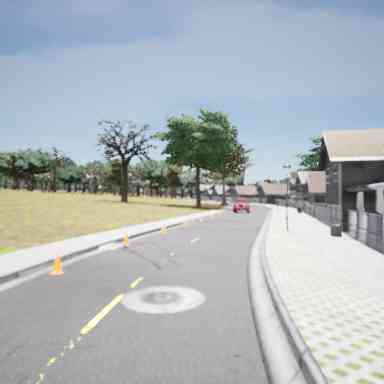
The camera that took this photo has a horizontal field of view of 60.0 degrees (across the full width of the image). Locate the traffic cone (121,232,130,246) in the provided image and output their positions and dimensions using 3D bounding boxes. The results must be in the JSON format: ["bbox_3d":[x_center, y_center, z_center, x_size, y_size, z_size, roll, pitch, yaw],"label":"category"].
[{"bbox_3d":[-2.839,2.026,14.412,0.340,0.580,0.340,0,-1,12],"label":"traffic cone"}]

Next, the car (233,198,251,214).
[{"bbox_3d":[6.837,1.836,45.405,2.150,2.045,5.566,0,-1,11],"label":"car"}]

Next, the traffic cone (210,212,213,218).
[{"bbox_3d":[2.009,2.351,33.895,0.340,0.580,0.340,0,-1,14],"label":"traffic cone"}]

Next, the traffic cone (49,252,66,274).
[{"bbox_3d":[-3.761,1.975,9.320,0.340,0.580,0.340,0,0,8],"label":"traffic cone"}]

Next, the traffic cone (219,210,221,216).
[{"bbox_3d":[3.225,2.437,38.744,0.340,0.580,0.340,0,-1,14],"label":"traffic cone"}]

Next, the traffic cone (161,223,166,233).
[{"bbox_3d":[-1.639,2.097,19.347,0.340,0.580,0.340,0,-1,14],"label":"traffic cone"}]
